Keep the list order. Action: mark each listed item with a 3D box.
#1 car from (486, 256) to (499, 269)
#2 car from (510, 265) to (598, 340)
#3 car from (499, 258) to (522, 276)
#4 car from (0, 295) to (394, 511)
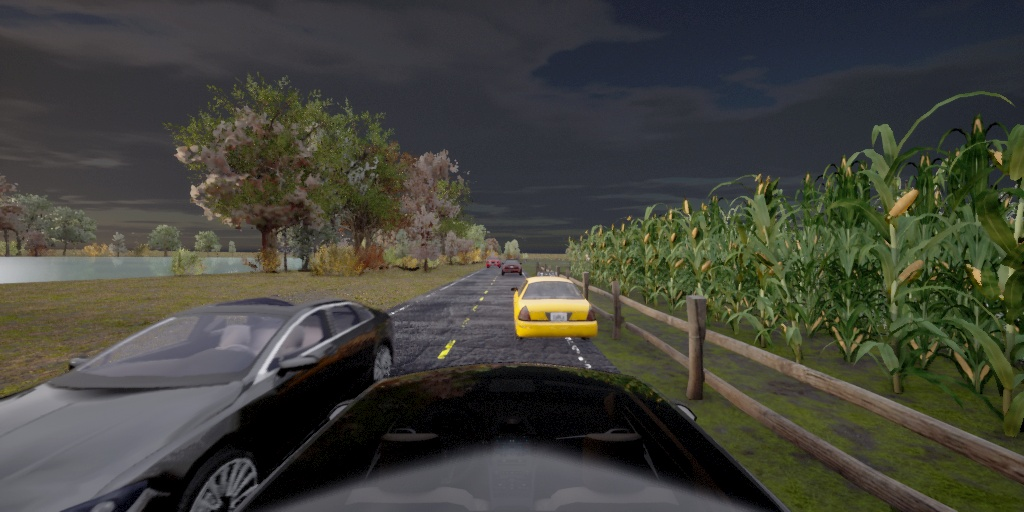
[{"bbox_3d":[-2.901,0.965,56.789,2.150,2.045,5.566,0,0,0],"label":"car"},{"bbox_3d":[0.940,1.204,9.848,1.801,1.575,5.366,0,0,0],"label":"car"},{"bbox_3d":[-0.022,1.097,37.918,2.097,1.767,4.553,0,0,0],"label":"car"},{"bbox_3d":[-2.756,1.241,3.787,2.128,1.511,4.902,0,0,0],"label":"car"}]
